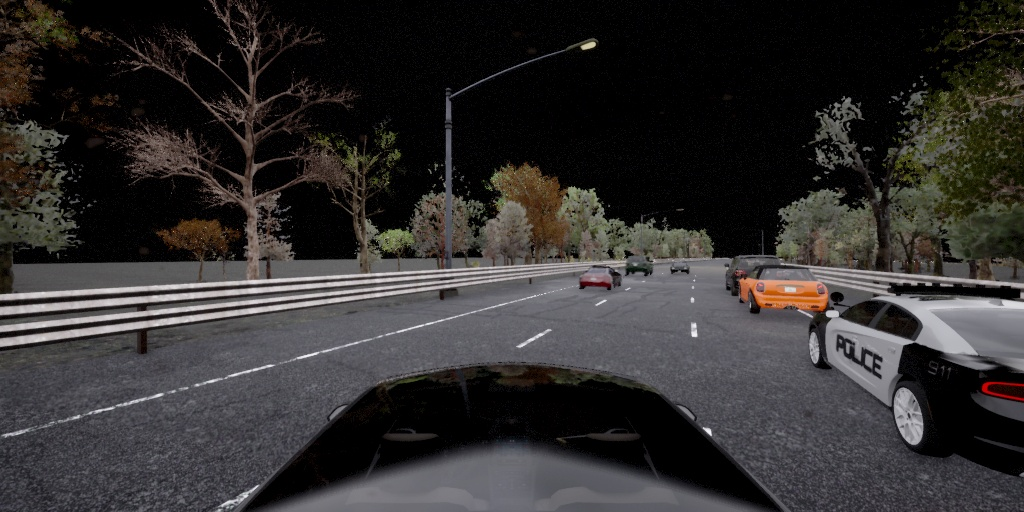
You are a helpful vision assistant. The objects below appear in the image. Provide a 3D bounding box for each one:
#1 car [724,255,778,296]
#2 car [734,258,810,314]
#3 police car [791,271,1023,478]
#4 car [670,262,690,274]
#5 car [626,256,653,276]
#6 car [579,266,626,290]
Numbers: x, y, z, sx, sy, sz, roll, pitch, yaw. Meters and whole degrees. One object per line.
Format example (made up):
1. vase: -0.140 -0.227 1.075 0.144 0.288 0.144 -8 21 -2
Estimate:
1. car: 12.584 0.978 18.758 2.150 2.045 5.566 0 0 27
2. car: 9.888 1.102 13.415 2.097 1.767 4.553 0 0 27
3. police car: 5.593 1.175 4.679 1.930 1.638 5.238 0 0 26
4. car: 19.204 1.369 40.827 1.895 1.301 4.718 0 0 28
5. car: 13.249 0.982 37.156 2.150 2.045 5.566 0 0 28
6. car: 5.660 1.315 22.620 1.994 1.385 4.181 0 0 27
